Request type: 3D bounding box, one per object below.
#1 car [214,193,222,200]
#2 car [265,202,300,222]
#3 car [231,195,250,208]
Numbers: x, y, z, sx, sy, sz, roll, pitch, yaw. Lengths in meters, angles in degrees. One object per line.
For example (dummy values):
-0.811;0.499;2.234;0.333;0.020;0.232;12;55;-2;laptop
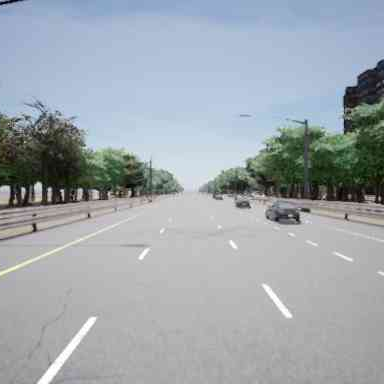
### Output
7.208;1.540;91.356;2.033;1.411;5.357;0;0;0;car
7.027;1.536;25.977;1.812;1.442;4.674;0;0;0;car
7.085;1.529;47.320;1.812;1.442;4.674;0;0;0;car
